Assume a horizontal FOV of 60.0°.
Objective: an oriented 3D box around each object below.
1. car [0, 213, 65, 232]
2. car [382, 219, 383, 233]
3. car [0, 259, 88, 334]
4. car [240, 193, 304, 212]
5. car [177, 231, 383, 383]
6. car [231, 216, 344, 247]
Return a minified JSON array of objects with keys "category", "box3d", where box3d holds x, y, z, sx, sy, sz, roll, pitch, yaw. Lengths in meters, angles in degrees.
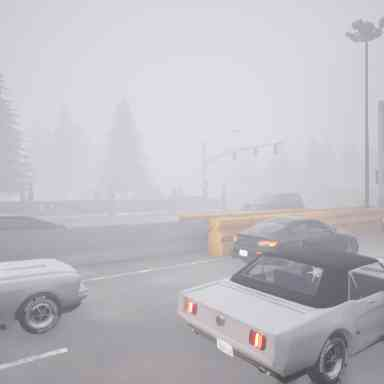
[{"category":"car","box3d":[-6.930,1.524,11.922,4.674,1.442,1.812,0,0,-36]},{"category":"car","box3d":[10.661,1.408,15.598,4.674,1.442,1.812,-1,0,-36]},{"category":"car","box3d":[-4.140,1.601,5.092,4.718,1.301,1.895,0,0,-35]},{"category":"car","box3d":[6.221,1.092,25.425,5.566,2.045,2.150,0,0,-35]},{"category":"car","box3d":[2.212,1.577,5.310,4.718,1.301,1.895,-1,0,-35]},{"category":"car","box3d":[3.276,1.474,10.352,4.674,1.442,1.812,-1,0,-35]}]
